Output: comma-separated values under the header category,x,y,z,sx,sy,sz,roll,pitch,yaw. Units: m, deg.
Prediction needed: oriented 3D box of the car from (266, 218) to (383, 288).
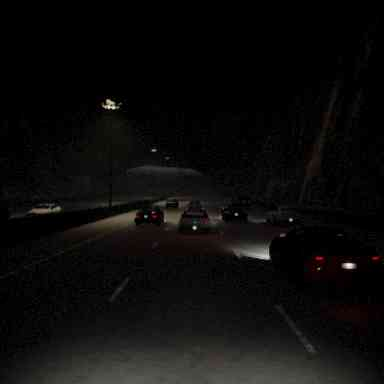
category,x,y,z,sx,sy,sz,roll,pitch,yaw
car,3.610,1.686,9.631,1.994,1.385,4.181,0,-1,0

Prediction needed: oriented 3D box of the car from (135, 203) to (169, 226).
category,x,y,z,sx,sy,sz,roll,pitch,yaw
car,-3.284,1.838,26.371,2.033,1.411,5.357,0,0,0

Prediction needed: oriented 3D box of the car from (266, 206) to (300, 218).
category,x,y,z,sx,sy,sz,roll,pitch,yaw
car,7.211,1.815,26.471,1.812,1.442,4.674,0,0,1

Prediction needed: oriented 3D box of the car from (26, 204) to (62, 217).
category,x,y,z,sx,sy,sz,roll,pitch,yaw
car,-13.844,1.844,31.487,1.812,1.442,4.674,0,0,0

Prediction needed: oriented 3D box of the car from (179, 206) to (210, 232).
category,x,y,z,sx,sy,sz,roll,pitch,yaw
car,0.185,1.863,22.107,1.895,1.301,4.718,0,0,0

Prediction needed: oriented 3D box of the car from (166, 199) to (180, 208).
category,x,y,z,sx,sy,sz,roll,pitch,yaw
car,-3.079,1.817,53.202,2.128,1.511,4.902,0,0,0

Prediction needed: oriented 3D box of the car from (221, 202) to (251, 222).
category,x,y,z,sx,sy,sz,roll,pitch,yaw
car,3.744,1.875,29.959,1.994,1.385,4.181,0,0,0

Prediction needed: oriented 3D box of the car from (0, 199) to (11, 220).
category,x,y,z,sx,sy,sz,roll,pitch,yaw
car,-13.922,1.476,21.312,2.150,2.045,5.566,0,0,0

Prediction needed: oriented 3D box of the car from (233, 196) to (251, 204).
category,x,y,z,sx,sy,sz,roll,pitch,yaw
car,7.396,1.556,49.930,2.150,2.045,5.566,0,0,0

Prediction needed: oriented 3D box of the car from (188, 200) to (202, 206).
category,x,y,z,sx,sy,sz,roll,pitch,yaw
car,0.378,1.886,47.558,2.033,1.411,5.357,0,0,0
